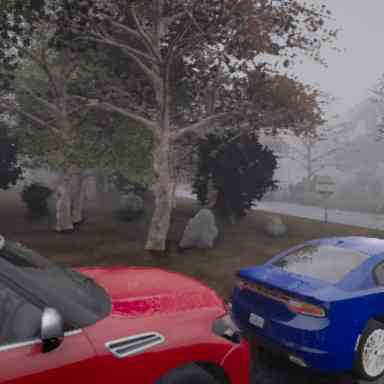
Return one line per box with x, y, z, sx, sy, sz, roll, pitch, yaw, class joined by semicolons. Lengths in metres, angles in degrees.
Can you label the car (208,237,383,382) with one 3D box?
2.977;1.493;5.471;5.008;1.535;2.097;0;0;-30;car
